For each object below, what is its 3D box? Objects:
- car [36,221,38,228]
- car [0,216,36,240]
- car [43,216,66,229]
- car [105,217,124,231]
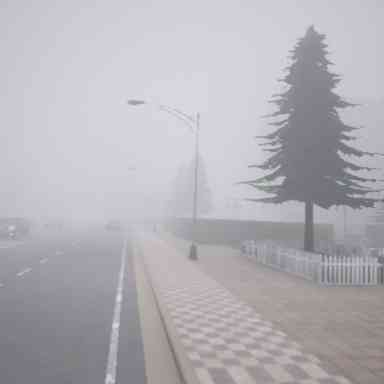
[{"bbox_3d":[-20.597,3.849,41.280,1.994,1.385,4.181,3,-4,-11],"label":"car"},{"bbox_3d":[-14.153,2.709,25.804,2.097,1.767,4.553,3,-4,-11],"label":"car"},{"bbox_3d":[-17.151,3.758,41.947,1.812,1.442,4.674,3,-4,-11],"label":"car"},{"bbox_3d":[-10.647,4.492,45.073,1.994,1.385,4.181,3,-4,-11],"label":"car"}]
